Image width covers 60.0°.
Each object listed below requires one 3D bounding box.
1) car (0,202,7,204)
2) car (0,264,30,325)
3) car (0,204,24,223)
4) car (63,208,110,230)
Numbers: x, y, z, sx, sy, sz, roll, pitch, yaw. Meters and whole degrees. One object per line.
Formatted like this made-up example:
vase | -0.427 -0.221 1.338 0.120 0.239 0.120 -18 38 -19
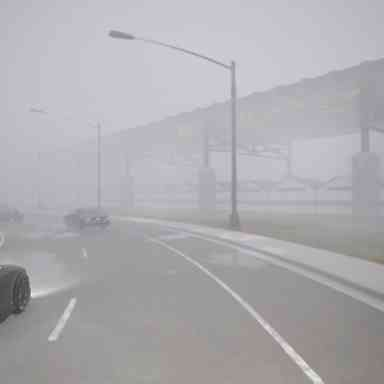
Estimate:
car | -25.530 2.120 44.035 1.882 1.535 5.008 0 -1 -43
car | -4.050 1.646 5.053 1.994 1.385 4.181 0 -1 -9
car | -16.170 2.017 28.664 1.895 1.301 4.718 0 -1 -42
car | -7.626 1.861 23.810 2.033 1.411 5.357 0 -1 -35
